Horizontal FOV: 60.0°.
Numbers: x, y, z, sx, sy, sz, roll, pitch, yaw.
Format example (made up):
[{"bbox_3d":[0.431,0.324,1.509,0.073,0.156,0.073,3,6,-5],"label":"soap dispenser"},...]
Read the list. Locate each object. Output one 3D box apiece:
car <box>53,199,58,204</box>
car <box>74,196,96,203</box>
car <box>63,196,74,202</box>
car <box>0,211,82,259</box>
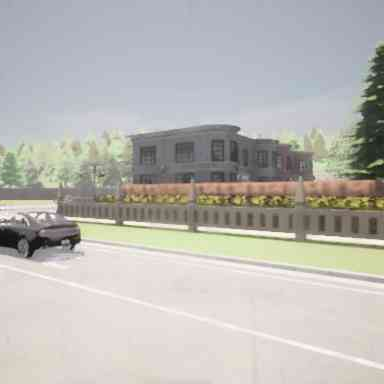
[{"bbox_3d":[-23.406,1.481,61.975,1.882,1.535,5.008,0,0,37],"label":"car"},{"bbox_3d":[-17.440,1.494,58.346,2.128,1.511,4.902,0,0,36],"label":"car"},{"bbox_3d":[-20.583,1.494,59.944,2.128,1.511,4.902,0,0,37],"label":"car"},{"bbox_3d":[-6.272,1.492,12.736,4.902,1.511,2.128,0,0,36],"label":"car"}]
